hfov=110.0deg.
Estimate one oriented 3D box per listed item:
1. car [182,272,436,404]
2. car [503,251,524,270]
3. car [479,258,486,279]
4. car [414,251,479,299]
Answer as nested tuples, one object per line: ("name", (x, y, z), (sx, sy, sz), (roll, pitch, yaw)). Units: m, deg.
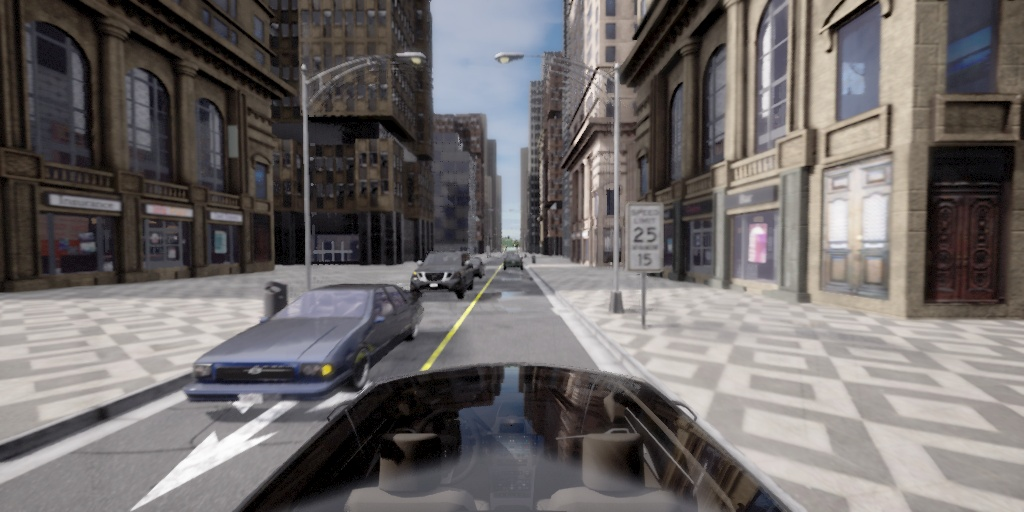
("car", (-3.086, 1.246, 6.861), (2.033, 1.411, 5.357), (0, 1, -1))
("car", (0.132, 0.566, 38.314), (2.097, 1.767, 4.553), (0, 1, 0))
("car", (-3.064, 0.894, 27.499), (1.837, 1.490, 4.892), (0, 1, 0))
("car", (-3.084, 0.767, 17.041), (2.150, 2.045, 5.566), (0, 1, 1))
